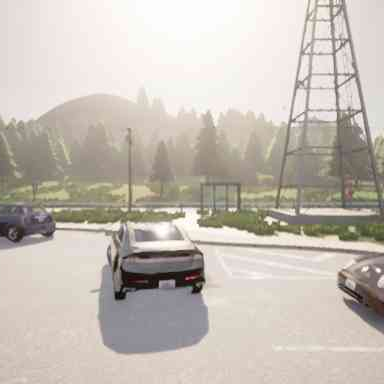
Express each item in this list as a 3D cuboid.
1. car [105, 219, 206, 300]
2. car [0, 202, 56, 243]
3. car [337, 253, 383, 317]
[{"bbox_3d":[-1.078,1.437,8.360,2.128,1.511,4.902,0,0,-15],"label":"car"},{"bbox_3d":[-8.724,1.252,15.529,4.553,1.767,2.097,0,0,19],"label":"car"},{"bbox_3d":[4.890,1.480,6.197,3.905,1.438,1.784,0,0,0],"label":"car"}]
